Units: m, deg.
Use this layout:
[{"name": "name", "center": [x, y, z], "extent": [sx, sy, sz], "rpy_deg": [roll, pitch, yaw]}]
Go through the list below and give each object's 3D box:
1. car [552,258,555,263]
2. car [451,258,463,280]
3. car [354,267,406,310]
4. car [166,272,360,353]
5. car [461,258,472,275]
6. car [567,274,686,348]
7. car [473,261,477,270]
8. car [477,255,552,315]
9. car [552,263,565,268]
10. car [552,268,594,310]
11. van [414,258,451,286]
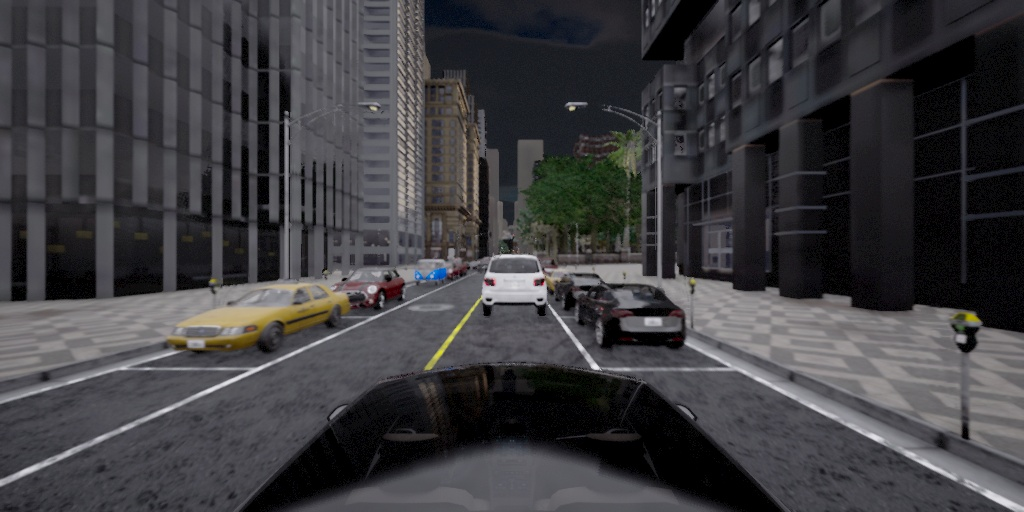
[{"name": "car", "center": [2.774, 1.112, 31.048], "extent": [2.192, 1.841, 5.009], "rpy_deg": [0, 0, 0]}, {"name": "car", "center": [-5.752, 1.238, 31.065], "extent": [1.967, 1.591, 4.097], "rpy_deg": [0, 0, 0]}, {"name": "car", "center": [-5.757, 1.211, 14.602], "extent": [1.967, 1.591, 4.097], "rpy_deg": [0, 0, 0]}, {"name": "car", "center": [-5.759, 1.288, 8.944], "extent": [1.751, 1.417, 4.829], "rpy_deg": [0, 0, 0]}, {"name": "car", "center": [-5.750, 1.122, 36.552], "extent": [2.192, 1.841, 5.009], "rpy_deg": [0, 0, 0]}, {"name": "car", "center": [2.766, 1.328, 9.101], "extent": [1.948, 1.339, 4.313], "rpy_deg": [0, 0, 0]}, {"name": "car", "center": [-3.074, 1.309, 43.151], "extent": [2.128, 1.511, 4.902], "rpy_deg": [0, 0, 0]}, {"name": "car", "center": [0.091, 0.990, 13.851], "extent": [2.150, 2.045, 5.566], "rpy_deg": [0, 0, 0]}, {"name": "car", "center": [2.770, 1.305, 20.244], "extent": [1.751, 1.417, 4.829], "rpy_deg": [0, 0, 0]}, {"name": "car", "center": [2.768, 1.337, 14.588], "extent": [1.948, 1.339, 4.313], "rpy_deg": [0, 0, 0]}, {"name": "van", "center": [-5.753, 1.130, 25.577], "extent": [1.690, 1.789, 3.998], "rpy_deg": [0, 0, 0]}]
